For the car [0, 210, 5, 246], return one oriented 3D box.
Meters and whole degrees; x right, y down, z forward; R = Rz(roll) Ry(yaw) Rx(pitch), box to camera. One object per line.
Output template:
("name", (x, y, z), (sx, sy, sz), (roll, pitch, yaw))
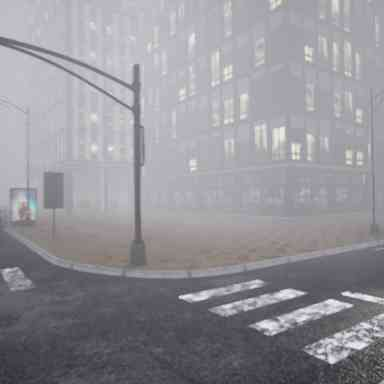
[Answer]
("car", (-9.503, 1.335, 14.554), (2.192, 1.841, 5.009), (1, -1, -36))
